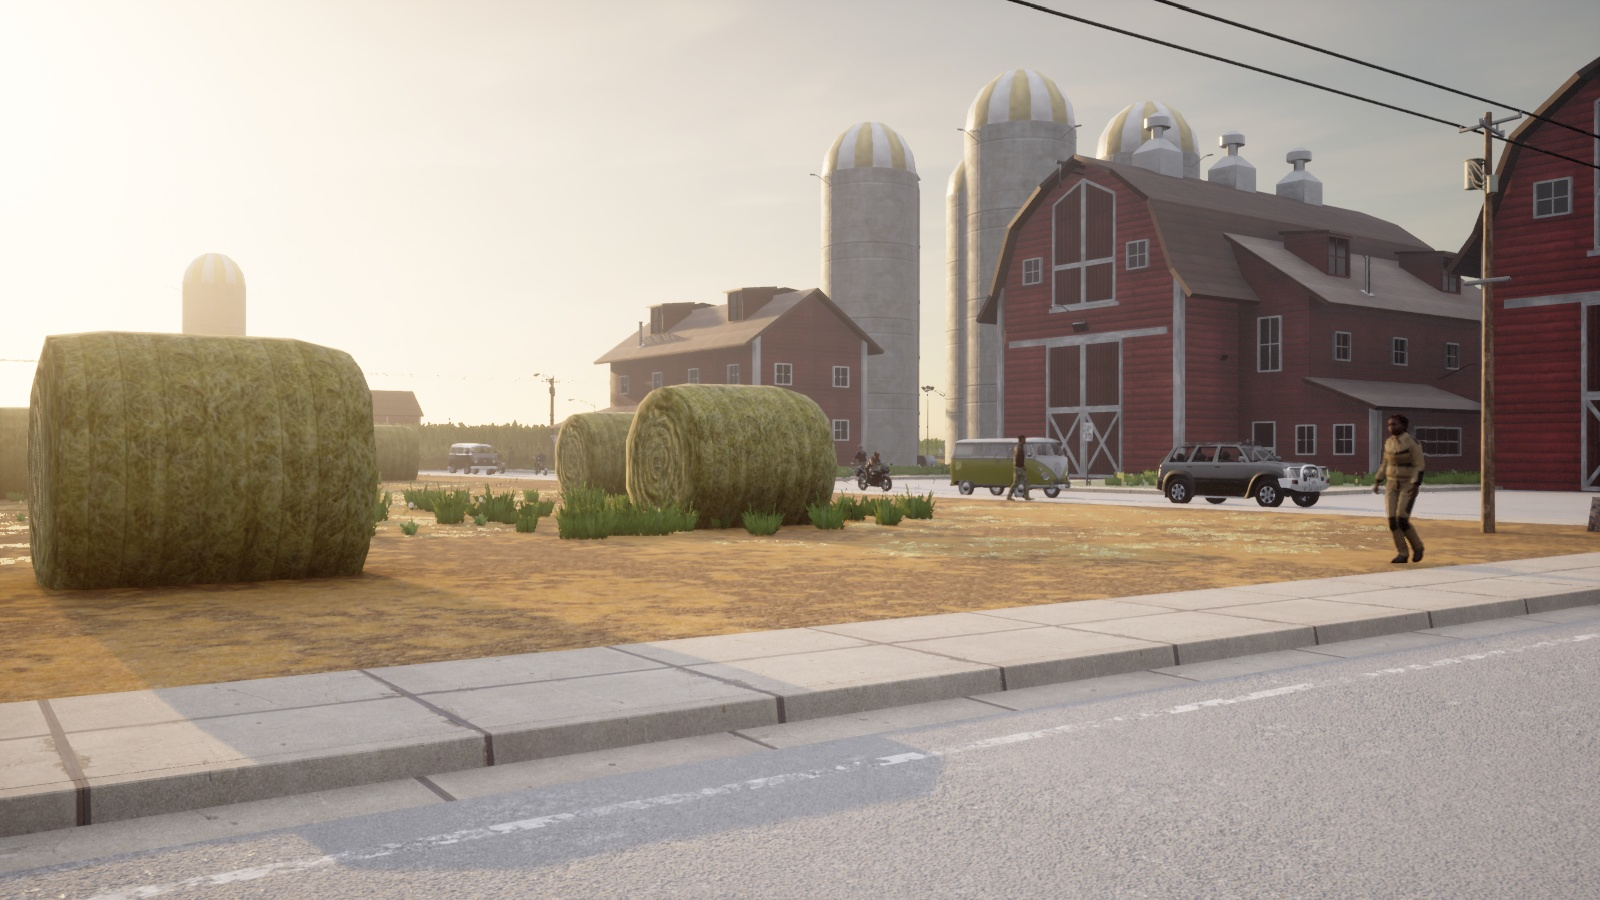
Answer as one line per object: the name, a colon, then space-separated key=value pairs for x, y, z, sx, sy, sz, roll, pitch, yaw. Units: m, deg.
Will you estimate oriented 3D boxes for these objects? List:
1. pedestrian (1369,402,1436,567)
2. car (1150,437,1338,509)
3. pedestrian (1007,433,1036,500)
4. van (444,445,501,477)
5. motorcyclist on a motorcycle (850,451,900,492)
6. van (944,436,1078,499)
pedestrian: x=7.232 y=0.403 z=15.069 sx=0.692 sy=1.930 sz=0.396 roll=0 pitch=0 yaw=-30
car: x=12.212 y=0.591 z=34.812 sx=1.932 sy=1.855 sz=4.605 roll=0 pitch=0 yaw=-36
pedestrian: x=6.065 y=0.449 z=34.419 sx=0.703 sy=1.840 sz=0.431 roll=0 pitch=0 yaw=24
van: x=-21.092 y=0.684 z=80.862 sx=2.069 sy=2.038 sz=4.480 roll=0 pitch=0 yaw=-36
motorcyclist on a motorcycle: x=2.848 y=0.810 z=47.760 sx=0.797 sy=1.523 sz=2.044 roll=0 pitch=0 yaw=-36
van: x=6.999 y=0.559 z=42.020 sx=1.775 sy=1.987 sz=4.442 roll=0 pitch=0 yaw=-36
